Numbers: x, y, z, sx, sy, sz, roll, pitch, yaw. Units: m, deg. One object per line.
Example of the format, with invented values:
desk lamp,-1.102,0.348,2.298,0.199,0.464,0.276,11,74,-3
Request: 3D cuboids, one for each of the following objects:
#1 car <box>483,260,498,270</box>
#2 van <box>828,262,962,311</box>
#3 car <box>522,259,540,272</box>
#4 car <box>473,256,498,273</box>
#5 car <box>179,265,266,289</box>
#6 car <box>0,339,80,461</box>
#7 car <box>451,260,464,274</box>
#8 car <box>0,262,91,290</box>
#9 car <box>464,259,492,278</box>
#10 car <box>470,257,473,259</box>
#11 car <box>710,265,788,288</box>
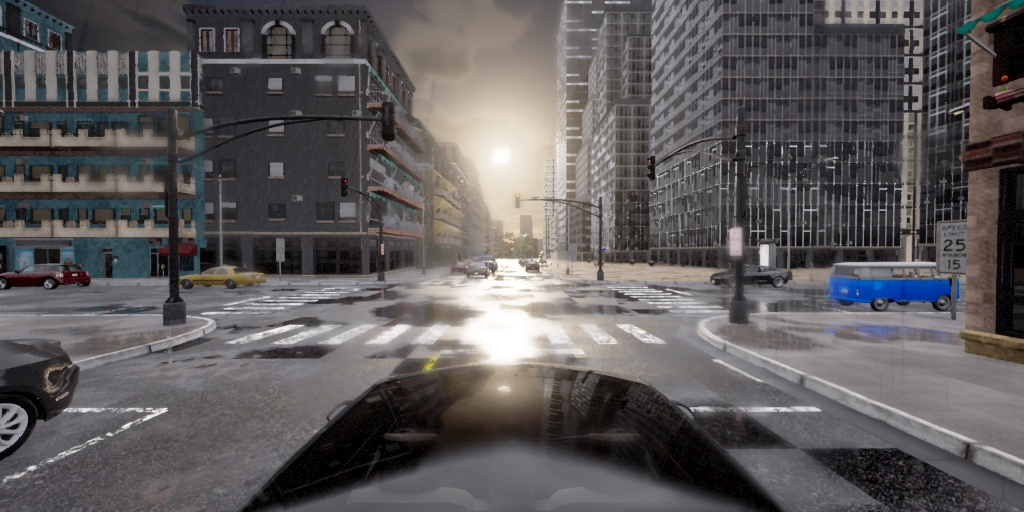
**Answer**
car,-3.184,1.309,54.061,1.994,1.385,4.181,0,0,0
van,14.667,1.117,13.834,3.998,1.789,1.690,0,0,0
car,2.573,1.289,45.928,1.888,1.381,4.507,0,0,0
car,-3.175,0.966,44.087,2.150,2.045,5.566,0,0,0
car,-17.921,1.247,22.099,4.829,1.417,1.751,0,0,0
car,-5.691,1.300,2.139,2.007,1.370,4.403,0,0,0
car,-5.764,1.289,40.205,1.888,1.381,4.507,0,0,0
car,-28.819,1.189,22.060,4.097,1.591,1.967,0,0,0
car,-3.160,1.270,34.181,1.812,1.442,4.674,0,0,0
car,-5.775,1.184,45.854,1.967,1.591,4.097,0,0,0
car,14.637,1.216,22.214,4.313,1.339,1.948,0,0,0
